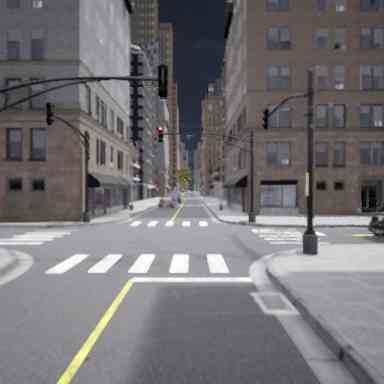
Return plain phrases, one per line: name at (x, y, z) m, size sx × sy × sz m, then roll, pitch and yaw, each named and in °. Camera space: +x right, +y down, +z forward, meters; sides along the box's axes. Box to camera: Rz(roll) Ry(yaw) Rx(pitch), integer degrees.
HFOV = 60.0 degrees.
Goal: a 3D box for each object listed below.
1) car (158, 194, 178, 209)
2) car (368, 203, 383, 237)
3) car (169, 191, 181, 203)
car at (-3.089, 1.291, 40.862) m, size 1.812 × 1.442 × 4.674 m, roll 0°, pitch 1°, yaw 0°
car at (10.531, 1.243, 14.887) m, size 4.553 × 1.767 × 2.097 m, roll 0°, pitch 0°, yaw 0°
car at (-3.046, 0.889, 58.379) m, size 2.150 × 2.045 × 5.566 m, roll 0°, pitch 1°, yaw 1°
